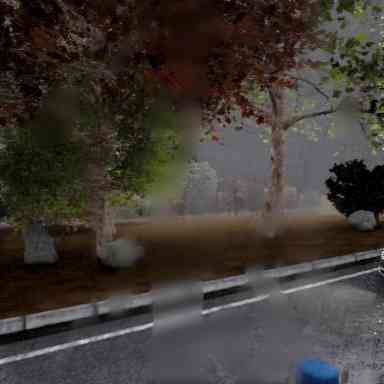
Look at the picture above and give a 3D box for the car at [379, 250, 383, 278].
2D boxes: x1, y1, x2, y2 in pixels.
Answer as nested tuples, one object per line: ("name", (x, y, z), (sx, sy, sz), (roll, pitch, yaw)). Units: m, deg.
("car", (6.520, 1.382, 8.069), (4.892, 1.490, 1.837), (-1, 1, -32))
